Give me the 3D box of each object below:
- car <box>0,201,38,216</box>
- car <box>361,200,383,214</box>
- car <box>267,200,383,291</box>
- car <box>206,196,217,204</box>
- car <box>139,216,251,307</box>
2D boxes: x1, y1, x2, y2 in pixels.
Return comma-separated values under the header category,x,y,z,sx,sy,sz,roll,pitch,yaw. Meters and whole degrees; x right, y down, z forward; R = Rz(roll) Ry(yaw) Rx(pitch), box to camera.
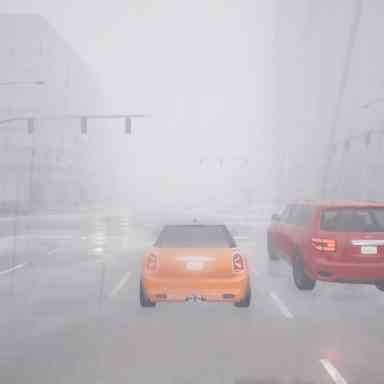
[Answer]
category,x,y,z,sx,sy,sz,roll,pitch,yaw
car,-17.866,1.547,32.248,5.357,1.411,2.033,0,0,1
car,20.540,1.563,35.269,4.181,1.385,1.994,0,0,1
car,3.556,1.221,9.134,2.150,2.045,5.566,0,0,3
car,3.744,1.524,63.746,1.812,1.442,4.674,0,0,0
car,0.077,1.352,8.115,2.097,1.767,4.553,0,0,1
